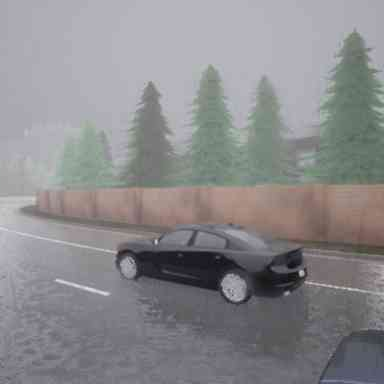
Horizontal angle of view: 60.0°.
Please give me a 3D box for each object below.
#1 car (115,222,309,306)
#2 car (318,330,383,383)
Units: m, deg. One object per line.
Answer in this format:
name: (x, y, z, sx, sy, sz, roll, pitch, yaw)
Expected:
car: (0.233, 1.491, 8.185, 5.008, 1.535, 1.882, 0, 0, 36)
car: (3.392, 1.541, 1.573, 5.357, 1.411, 2.033, 0, 0, 36)
